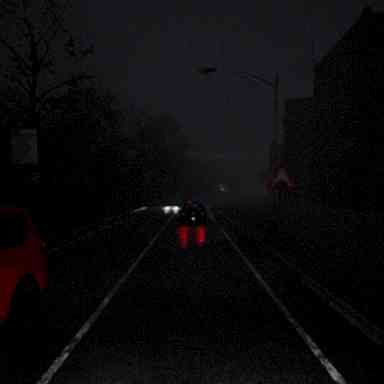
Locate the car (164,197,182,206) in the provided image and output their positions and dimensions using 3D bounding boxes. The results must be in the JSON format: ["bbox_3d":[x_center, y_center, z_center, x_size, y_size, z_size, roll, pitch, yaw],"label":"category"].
[{"bbox_3d":[-2.654,1.346,47.622,1.994,1.385,4.181,1,1,7],"label":"car"}]

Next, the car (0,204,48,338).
[{"bbox_3d":[-3.601,1.210,3.633,2.150,2.045,5.566,0,0,0],"label":"car"}]

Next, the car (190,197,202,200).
[{"bbox_3d":[0.482,1.392,41.922,1.812,1.442,4.674,0,0,3],"label":"car"}]

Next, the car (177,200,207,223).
[{"bbox_3d":[0.092,1.521,24.909,1.895,1.301,4.718,0,0,0],"label":"car"}]
